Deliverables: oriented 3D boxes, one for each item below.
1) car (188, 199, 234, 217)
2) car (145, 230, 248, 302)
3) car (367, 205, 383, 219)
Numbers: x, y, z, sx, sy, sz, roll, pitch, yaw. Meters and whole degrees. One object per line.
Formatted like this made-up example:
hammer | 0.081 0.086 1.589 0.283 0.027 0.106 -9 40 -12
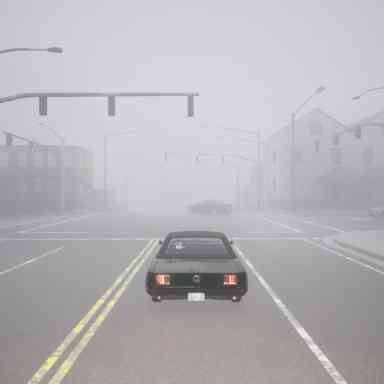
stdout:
car | 1.704 1.458 31.783 1.882 1.535 5.008 -1 1 -42
car | 0.101 1.601 8.210 1.895 1.301 4.718 0 0 0
car | 17.391 1.525 28.192 4.674 1.442 1.812 0 0 -1
